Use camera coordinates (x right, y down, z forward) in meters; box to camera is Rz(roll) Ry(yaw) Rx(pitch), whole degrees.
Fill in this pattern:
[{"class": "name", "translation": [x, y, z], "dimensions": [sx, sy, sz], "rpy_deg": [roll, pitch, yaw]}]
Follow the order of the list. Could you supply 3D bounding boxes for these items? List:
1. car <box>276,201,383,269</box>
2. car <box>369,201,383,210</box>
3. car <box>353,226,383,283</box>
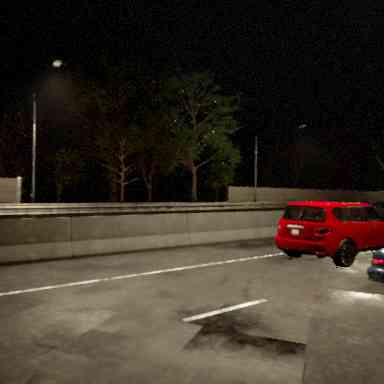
[{"class": "car", "translation": [5.450, 1.374, 12.010], "dimensions": [5.566, 2.045, 2.150], "rpy_deg": [1, 0, -35]}, {"class": "car", "translation": [32.544, 2.363, 57.197], "dimensions": [4.674, 1.442, 1.812], "rpy_deg": [1, -1, -35]}, {"class": "car", "translation": [6.647, 1.685, 8.576], "dimensions": [5.357, 1.411, 2.033], "rpy_deg": [1, -1, -35]}]
